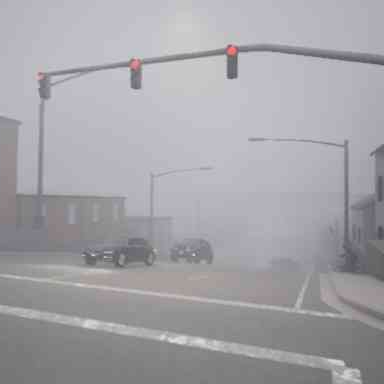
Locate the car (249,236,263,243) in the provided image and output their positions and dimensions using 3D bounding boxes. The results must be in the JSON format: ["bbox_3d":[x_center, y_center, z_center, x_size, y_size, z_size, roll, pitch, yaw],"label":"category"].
[{"bbox_3d":[16.415,11.828,83.469,2.038,1.542,4.974,1,-2,-26],"label":"car"}]

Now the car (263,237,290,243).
[{"bbox_3d":[20.746,11.830,81.895,4.974,1.542,2.038,1,-2,-16],"label":"car"}]

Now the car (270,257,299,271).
[{"bbox_3d":[13.658,10.686,49.056,2.150,2.045,5.566,-1,-2,44],"label":"car"}]

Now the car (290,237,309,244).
[{"bbox_3d":[26.057,11.854,80.791,2.038,1.542,4.974,2,-2,-41],"label":"car"}]

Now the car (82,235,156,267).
[{"bbox_3d":[-3.535,2.984,17.014,1.837,1.490,4.892,0,-10,20],"label":"car"}]

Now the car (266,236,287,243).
[{"bbox_3d":[20.798,11.674,81.914,4.536,1.218,1.853,1,-2,-16],"label":"car"}]

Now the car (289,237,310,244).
[{"bbox_3d":[26.024,11.698,80.834,1.853,1.218,4.536,2,-2,-41],"label":"car"}]

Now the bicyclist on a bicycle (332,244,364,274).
[{"bbox_3d":[8.914,3.844,19.023,1.656,1.620,0.582,0,-9,21],"label":"bicyclist on a bicycle"}]

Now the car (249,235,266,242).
[{"bbox_3d":[16.394,11.672,83.519,1.853,1.218,4.536,1,-2,-26],"label":"car"}]

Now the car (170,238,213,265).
[{"bbox_3d":[0.120,4.788,27.000,2.150,2.045,5.566,0,-15,19],"label":"car"}]
